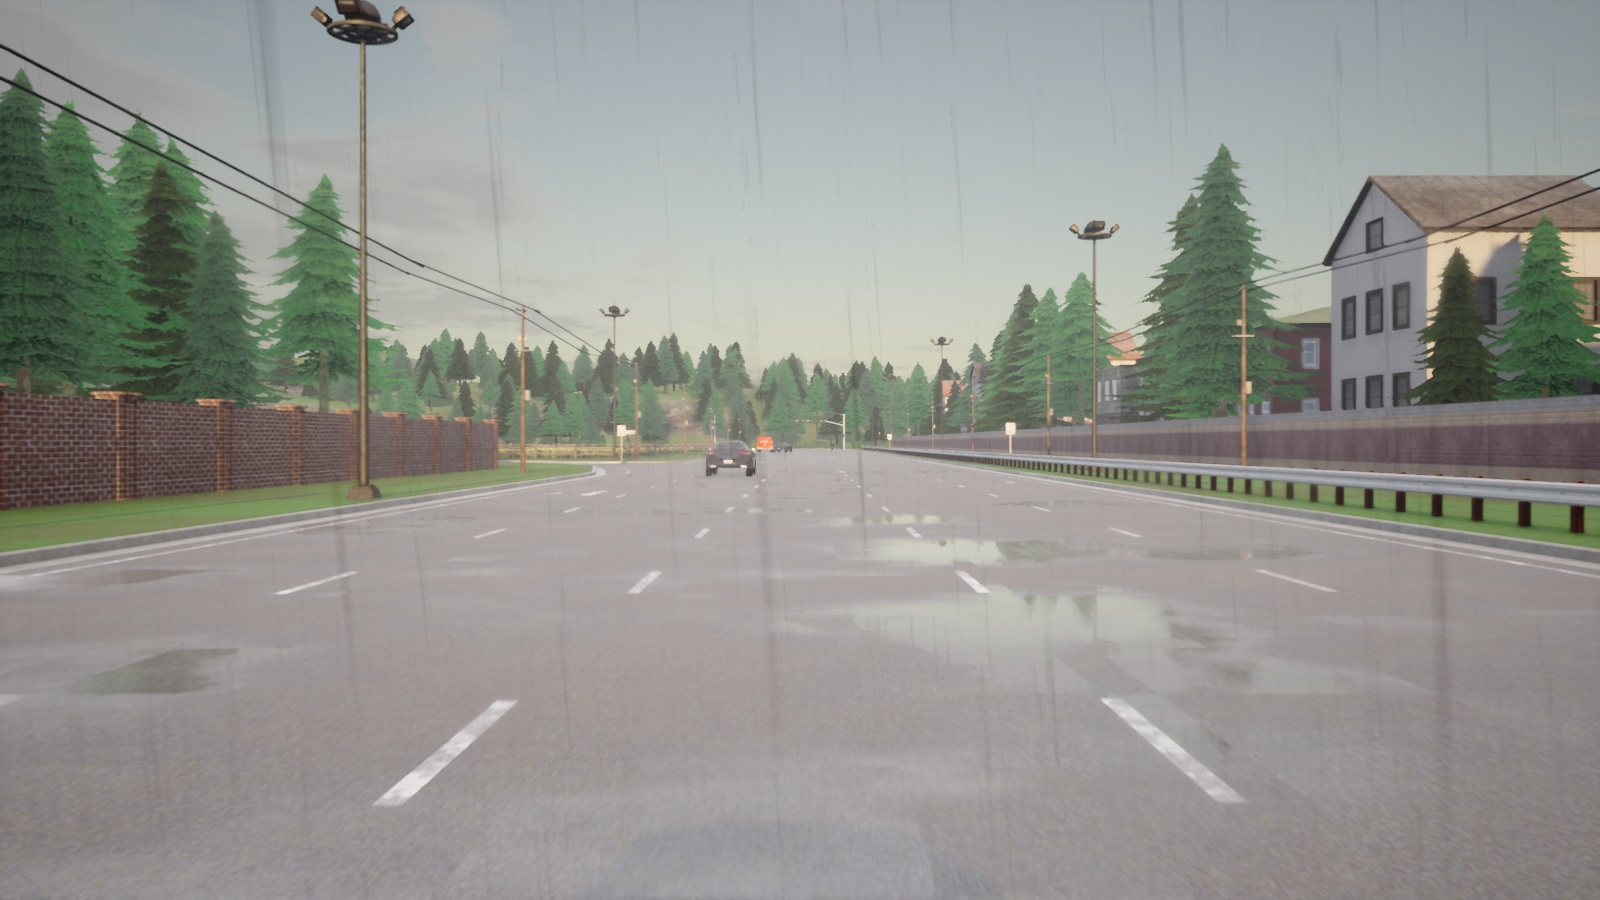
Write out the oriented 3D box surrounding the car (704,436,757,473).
[{"bbox_3d":[-3.153,0.195,57.945,2.152,1.651,5.027,0,0,0],"label":"car"}]
